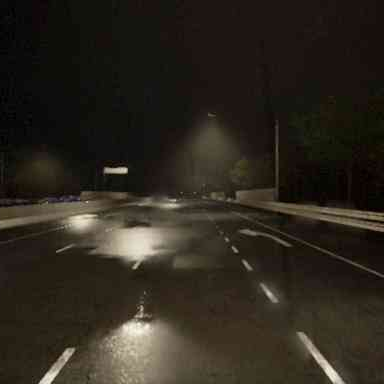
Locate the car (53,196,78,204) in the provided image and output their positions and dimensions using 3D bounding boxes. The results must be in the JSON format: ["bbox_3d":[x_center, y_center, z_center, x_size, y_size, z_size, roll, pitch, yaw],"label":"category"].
[{"bbox_3d":[-21.078,1.633,56.891,2.150,2.045,5.566,0,0,1],"label":"car"}]

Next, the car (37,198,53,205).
[{"bbox_3d":[-24.582,1.763,56.986,2.097,1.767,4.553,0,0,1],"label":"car"}]

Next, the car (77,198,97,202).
[{"bbox_3d":[-17.586,1.890,57.356,1.882,1.535,5.008,0,0,1],"label":"car"}]

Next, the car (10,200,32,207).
[{"bbox_3d":[-28.082,1.957,54.733,1.994,1.385,4.181,0,0,1],"label":"car"}]
